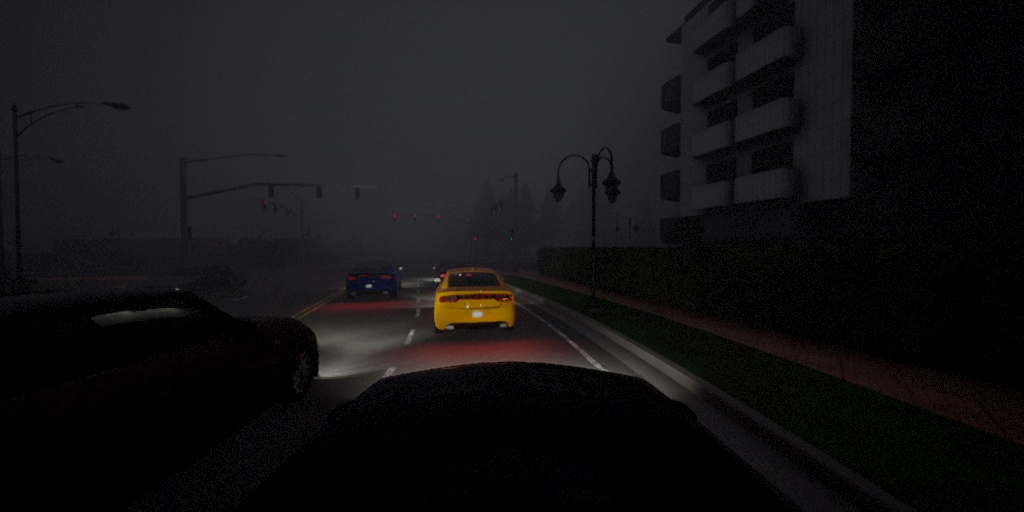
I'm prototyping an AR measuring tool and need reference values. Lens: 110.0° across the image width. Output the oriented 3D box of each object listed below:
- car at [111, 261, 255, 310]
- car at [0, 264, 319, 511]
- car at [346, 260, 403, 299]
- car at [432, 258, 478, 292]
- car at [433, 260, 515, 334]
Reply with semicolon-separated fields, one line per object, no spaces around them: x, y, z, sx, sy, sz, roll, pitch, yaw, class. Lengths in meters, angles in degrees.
-12.983;1.032;14.769;2.033;1.411;5.357;0;1;-14;car
-3.751;1.072;3.279;2.097;1.767;4.553;0;1;-2;car
-5.976;0.931;15.927;1.882;1.535;5.008;0;1;-14;car
-3.289;0.918;19.702;2.033;1.411;5.357;0;1;-14;car
-1.161;1.050;10.111;1.882;1.535;5.008;0;1;-10;car
